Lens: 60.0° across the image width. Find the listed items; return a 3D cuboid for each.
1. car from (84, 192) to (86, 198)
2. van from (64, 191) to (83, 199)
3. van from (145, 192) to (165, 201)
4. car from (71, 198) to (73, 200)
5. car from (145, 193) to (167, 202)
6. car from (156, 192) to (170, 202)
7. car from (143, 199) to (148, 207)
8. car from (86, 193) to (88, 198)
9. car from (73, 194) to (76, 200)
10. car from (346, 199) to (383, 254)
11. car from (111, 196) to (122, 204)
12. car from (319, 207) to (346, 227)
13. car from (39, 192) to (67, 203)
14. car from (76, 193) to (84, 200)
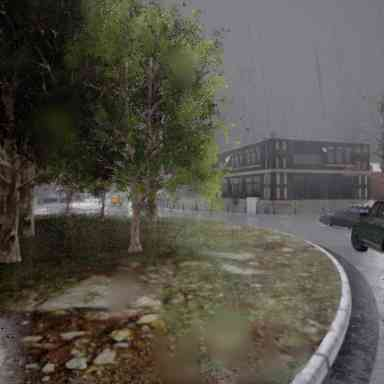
[{"bbox_3d":[-29.804,1.075,82.589,5.366,1.575,1.946,0,1,-9],"label":"car"},{"bbox_3d":[-30.308,0.816,85.297,4.442,1.987,1.878,0,1,-9],"label":"van"},{"bbox_3d":[-8.166,1.018,73.093,4.442,1.987,1.878,0,1,-9],"label":"van"},{"bbox_3d":[-27.796,1.285,68.945,4.674,1.452,2.002,0,1,-9],"label":"car"},{"bbox_3d":[-7.561,1.146,70.246,4.553,1.767,2.185,0,1,-9],"label":"car"},{"bbox_3d":[-6.763,1.344,64.871,4.792,1.488,2.163,0,0,-9],"label":"car"},{"bbox_3d":[-7.132,1.559,46.518,1.895,1.301,4.718,0,0,-18],"label":"car"},{"bbox_3d":[-30.867,1.007,88.003,5.008,1.535,2.097,0,1,-9],"label":"car"},{"bbox_3d":[-28.205,1.091,71.670,4.553,1.767,2.185,0,1,-9],"label":"car"},{"bbox_3d":[6.917,1.218,10.697,2.150,2.045,5.566,0,0,11],"label":"car"},{"bbox_3d":[-13.245,1.352,58.525,1.882,1.535,5.008,0,0,-11],"label":"car"},{"bbox_3d":[9.764,1.523,19.561,2.033,1.411,5.357,-1,1,-14],"label":"car"},{"bbox_3d":[-26.892,1.173,63.500,4.553,1.767,2.185,0,0,-9],"label":"car"},{"bbox_3d":[-29.577,0.862,79.829,5.566,2.045,2.435,0,1,-9],"label":"car"}]
